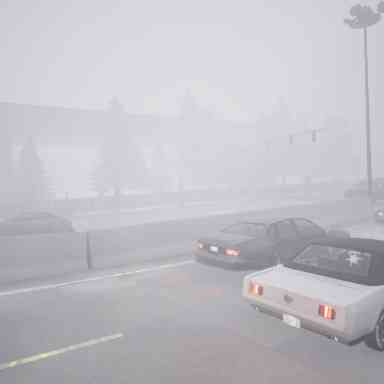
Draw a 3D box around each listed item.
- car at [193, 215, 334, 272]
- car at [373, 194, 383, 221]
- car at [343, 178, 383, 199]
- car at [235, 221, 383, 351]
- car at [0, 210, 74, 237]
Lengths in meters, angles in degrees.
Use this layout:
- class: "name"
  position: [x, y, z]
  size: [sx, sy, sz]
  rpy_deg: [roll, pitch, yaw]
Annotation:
- class: "car"
  position: [2.601, 1.400, 9.932]
  size: [5.357, 1.411, 2.033]
  rpy_deg: [-3, 1, -36]
- class: "car"
  position: [10.749, 0.868, 15.795]
  size: [5.357, 1.411, 2.033]
  rpy_deg: [-4, 2, -36]
- class: "car"
  position: [14.853, -0.067, 27.626]
  size: [5.566, 2.045, 2.150]
  rpy_deg: [-4, 2, -36]
- class: "car"
  position: [3.236, 1.506, 6.080]
  size: [4.718, 1.301, 1.895]
  rpy_deg: [-2, 1, -36]
- class: "car"
  position: [-7.788, 1.556, 15.644]
  size: [4.181, 1.385, 1.994]
  rpy_deg: [-1, 1, -36]
